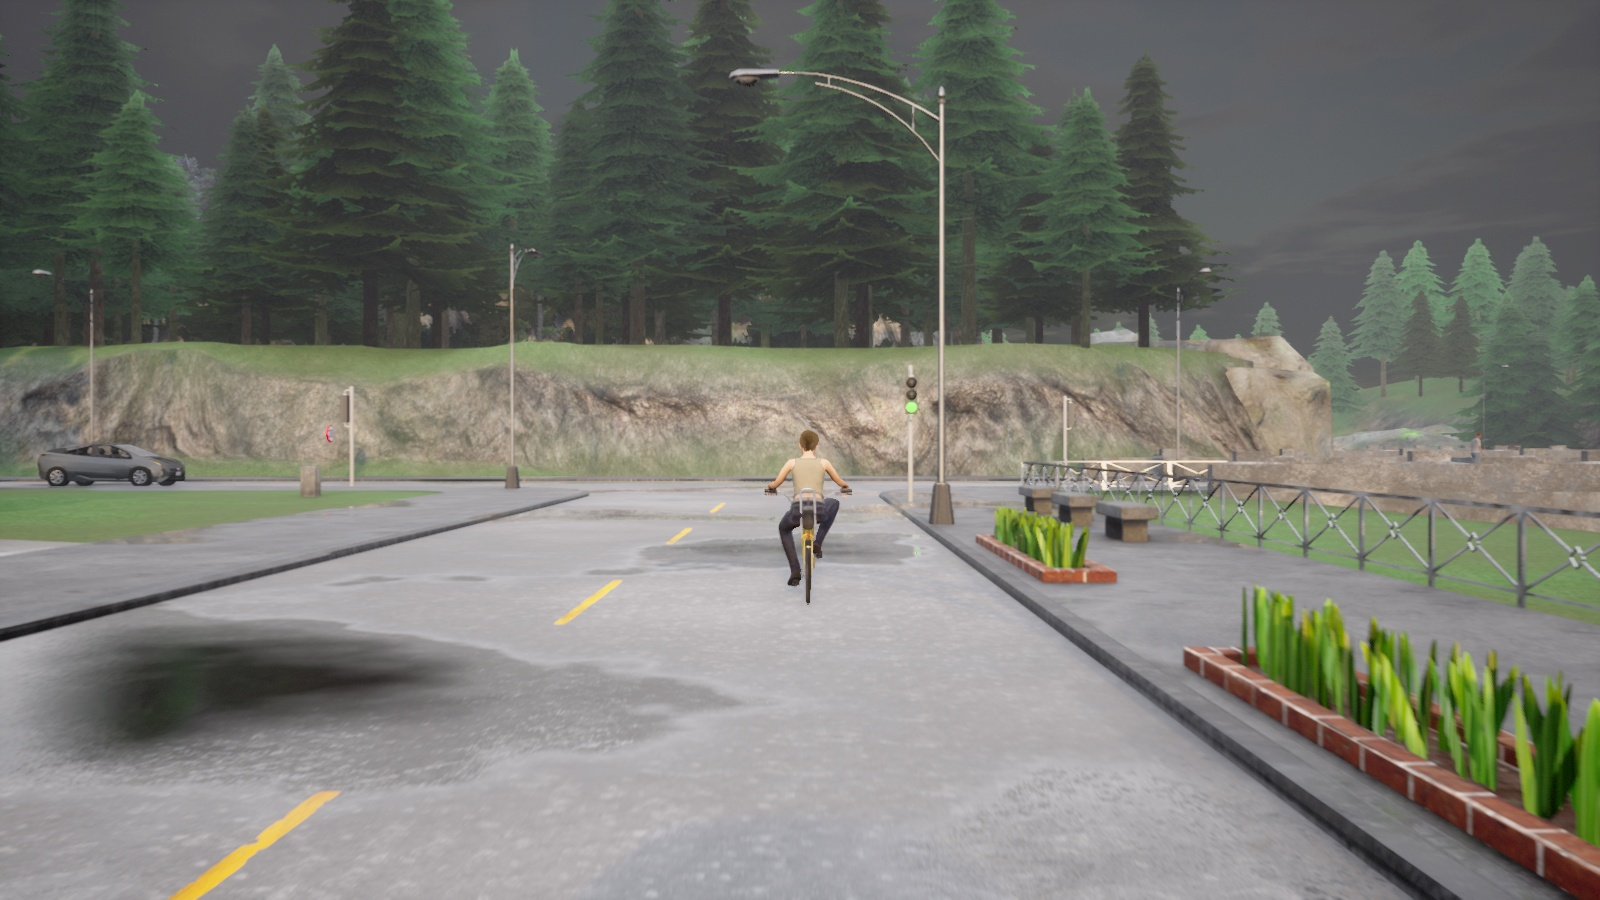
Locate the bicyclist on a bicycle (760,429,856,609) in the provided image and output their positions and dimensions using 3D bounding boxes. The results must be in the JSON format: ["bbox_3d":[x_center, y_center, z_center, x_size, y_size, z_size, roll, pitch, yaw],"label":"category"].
[{"bbox_3d":[0.079,0.615,12.029,0.866,1.612,1.509,0,0,1],"label":"bicyclist on a bicycle"}]

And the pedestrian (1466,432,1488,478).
[{"bbox_3d":[27.389,0.192,50.796,0.706,1.836,0.354,0,0,2],"label":"pedestrian"}]

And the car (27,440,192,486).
[{"bbox_3d":[-23.464,0.433,42.804,4.514,1.525,2.007,0,0,0],"label":"car"}]
